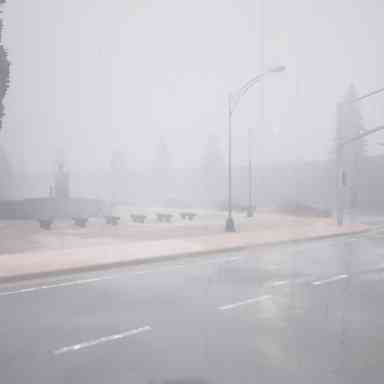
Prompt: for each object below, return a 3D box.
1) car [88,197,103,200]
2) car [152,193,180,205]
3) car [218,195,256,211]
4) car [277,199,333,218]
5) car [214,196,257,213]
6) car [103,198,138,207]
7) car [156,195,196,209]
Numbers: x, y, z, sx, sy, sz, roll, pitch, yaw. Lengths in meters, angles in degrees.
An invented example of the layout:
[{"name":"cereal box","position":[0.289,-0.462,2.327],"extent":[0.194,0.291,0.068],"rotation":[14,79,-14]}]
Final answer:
[{"name":"car","position":[-19.303,1.601,64.099],"extent":[4.718,1.301,1.895],"rotation":[0,0,10]},{"name":"car","position":[-4.471,1.213,59.362],"extent":[5.566,2.045,2.150],"rotation":[-1,-1,26]},{"name":"car","position":[5.660,1.352,42.449],"extent":[2.097,1.767,4.553],"rotation":[0,0,-42]},{"name":"car","position":[10.496,1.526,30.430],"extent":[1.812,1.442,4.674],"rotation":[0,0,-35]},{"name":"car","position":[4.862,1.547,38.142],"extent":[2.033,1.411,5.357],"rotation":[0,0,-38]},{"name":"car","position":[-10.641,1.601,50.517],"extent":[4.718,1.301,1.895],"rotation":[0,0,25]},{"name":"car","position":[-2.122,1.505,45.187],"extent":[4.892,1.490,1.837],"rotation":[0,0,38]}]
